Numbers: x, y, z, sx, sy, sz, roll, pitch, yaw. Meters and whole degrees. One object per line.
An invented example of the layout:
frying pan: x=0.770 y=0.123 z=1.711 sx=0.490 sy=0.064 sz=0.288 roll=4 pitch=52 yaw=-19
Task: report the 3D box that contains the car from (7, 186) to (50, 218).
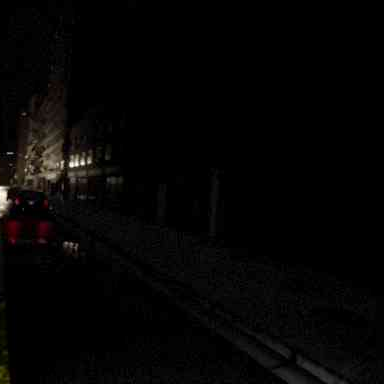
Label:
car: x=-10.487 y=0.594 z=21.390 sx=2.097 sy=1.767 sz=4.553 roll=4 pitch=0 yaw=-30
